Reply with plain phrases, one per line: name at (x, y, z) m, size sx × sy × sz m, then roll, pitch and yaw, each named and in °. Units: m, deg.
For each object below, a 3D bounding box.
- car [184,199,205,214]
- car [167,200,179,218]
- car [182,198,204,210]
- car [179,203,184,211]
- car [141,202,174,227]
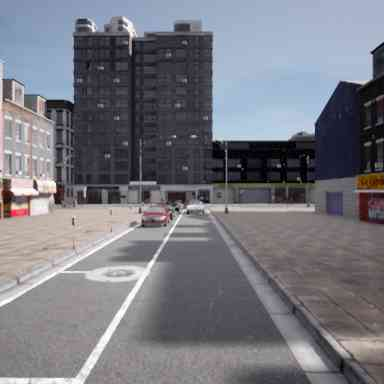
car at (0.398, 1.666, 36.050) m, size 1.895 × 1.301 × 4.718 m, roll 0°, pitch 0°, yaw 1°
car at (-2.391, 1.617, 28.532) m, size 1.947 × 1.339 × 4.313 m, roll 0°, pitch 0°, yaw 1°
car at (0.063, 1.633, 46.351) m, size 2.033 × 1.411 × 5.357 m, roll 0°, pitch 0°, yaw -10°
car at (-2.295, 1.637, 39.436) m, size 1.947 × 1.339 × 4.313 m, roll 0°, pitch 0°, yaw 1°
car at (-2.439, 1.624, 23.080) m, size 1.802 × 1.307 × 4.206 m, roll 0°, pitch 0°, yaw 1°
